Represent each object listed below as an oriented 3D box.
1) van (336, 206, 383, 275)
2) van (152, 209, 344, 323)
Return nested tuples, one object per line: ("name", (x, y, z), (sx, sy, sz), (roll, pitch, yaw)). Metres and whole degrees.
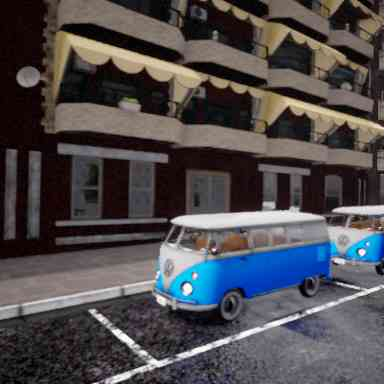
("van", (5.690, 1.327, 10.141), (3.998, 1.788, 1.690), (0, 2, -36))
("van", (1.190, 1.333, 6.923), (3.998, 1.788, 1.690), (0, 2, -36))
